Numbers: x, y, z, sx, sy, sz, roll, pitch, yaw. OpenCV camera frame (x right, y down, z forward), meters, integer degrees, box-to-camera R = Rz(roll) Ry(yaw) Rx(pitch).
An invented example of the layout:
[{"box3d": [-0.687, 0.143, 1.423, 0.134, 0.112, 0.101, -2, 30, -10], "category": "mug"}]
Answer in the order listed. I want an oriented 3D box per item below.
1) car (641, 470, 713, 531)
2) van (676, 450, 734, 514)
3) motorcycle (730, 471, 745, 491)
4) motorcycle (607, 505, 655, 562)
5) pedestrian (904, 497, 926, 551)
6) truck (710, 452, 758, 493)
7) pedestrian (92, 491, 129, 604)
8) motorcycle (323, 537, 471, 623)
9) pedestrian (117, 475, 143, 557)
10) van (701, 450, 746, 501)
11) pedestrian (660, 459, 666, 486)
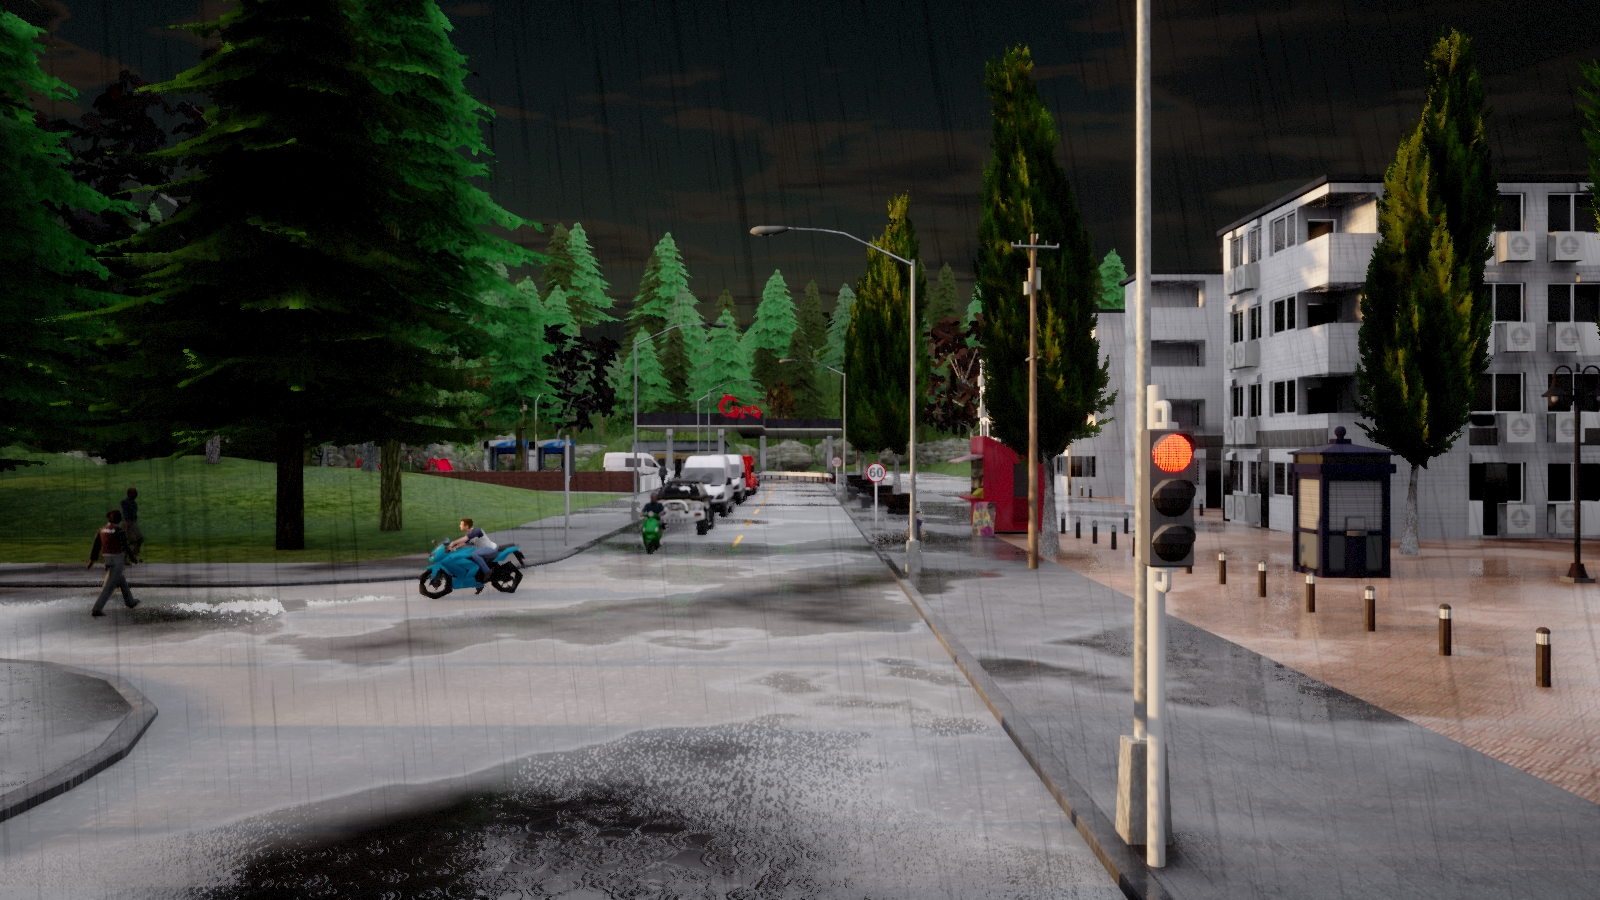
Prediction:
[{"box3d": [-4.062, 1.638, 38.547, 1.932, 1.855, 4.605, 0, 0, 0], "category": "car"}, {"box3d": [-4.010, 1.307, 49.149, 1.988, 2.561, 5.915, 0, 0, 0], "category": "van"}, {"box3d": [-3.983, 1.950, 73.176, 0.856, 1.236, 1.805, 0, 0, 0], "category": "motorcycle"}, {"box3d": [-3.994, 1.957, 27.137, 0.856, 1.236, 1.805, 0, 0, 0], "category": "motorcycle"}, {"box3d": [2.810, 1.800, 27.932, 0.375, 1.300, 0.375, 0, 0, -35], "category": "pedestrian"}, {"box3d": [-3.998, 1.338, 70.232, 2.627, 2.467, 5.204, 0, 0, 0], "category": "truck"}, {"box3d": [-11.566, 1.625, 19.169, 0.375, 1.860, 0.375, 0, 0, 11], "category": "pedestrian"}, {"box3d": [-6.262, 1.990, 17.812, 2.033, 1.145, 0.803, 0, 0, -38], "category": "motorcycle"}, {"box3d": [-15.418, 1.520, 26.295, 0.375, 1.860, 0.375, 0, 0, 9], "category": "pedestrian"}, {"box3d": [-3.996, 1.304, 60.683, 1.988, 2.561, 5.915, 0, 0, 0], "category": "van"}, {"box3d": [-9.289, 1.512, 77.326, 0.375, 1.860, 0.375, 0, 0, 0], "category": "pedestrian"}]
